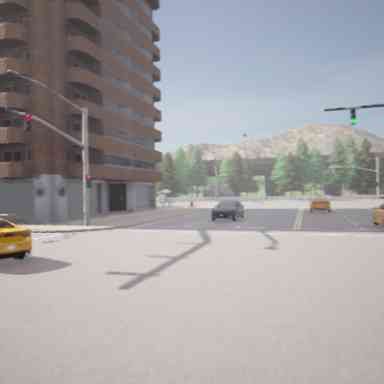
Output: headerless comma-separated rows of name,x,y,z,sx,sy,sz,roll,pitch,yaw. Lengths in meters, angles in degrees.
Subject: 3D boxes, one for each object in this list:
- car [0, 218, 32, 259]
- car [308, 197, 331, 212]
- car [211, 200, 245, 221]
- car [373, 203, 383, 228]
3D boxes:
car,-7.755,1.633,11.848,5.008,1.535,1.882,-1,-1,34
car,12.925,1.215,33.732,1.882,1.535,5.008,-1,0,19
car,2.956,1.416,26.731,1.882,1.535,5.008,-1,0,19
car,11.379,1.247,18.396,1.882,1.535,5.008,-1,0,19
